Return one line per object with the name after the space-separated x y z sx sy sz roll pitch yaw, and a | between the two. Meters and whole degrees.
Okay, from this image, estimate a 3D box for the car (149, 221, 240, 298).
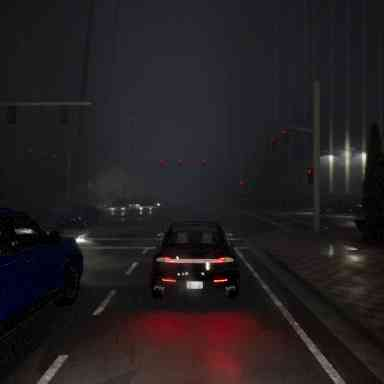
0.078 1.492 8.518 2.128 1.511 4.902 0 0 1 | car

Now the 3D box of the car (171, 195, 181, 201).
-3.635 1.339 76.097 1.812 1.442 4.674 0 0 0 | car

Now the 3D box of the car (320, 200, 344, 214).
15.231 1.564 34.946 4.181 1.385 1.994 0 0 -1 | car

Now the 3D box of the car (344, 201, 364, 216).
17.479 1.505 31.472 4.892 1.490 1.837 0 0 -1 | car

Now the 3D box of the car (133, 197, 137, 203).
-10.665 1.601 62.411 1.895 1.301 4.718 0 0 0 | car

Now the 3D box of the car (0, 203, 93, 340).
-3.451 1.221 4.886 2.150 2.045 5.566 0 0 1 | car

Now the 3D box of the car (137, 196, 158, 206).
-7.183 1.505 54.039 1.837 1.490 4.892 0 0 0 | car

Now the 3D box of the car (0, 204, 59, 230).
-10.639 1.564 22.074 1.994 1.385 4.181 0 0 0 | car

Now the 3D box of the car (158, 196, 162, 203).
-7.141 1.563 66.614 1.994 1.385 4.181 0 0 0 | car

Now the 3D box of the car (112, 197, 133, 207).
-10.688 1.526 50.271 1.812 1.442 4.674 0 0 0 | car

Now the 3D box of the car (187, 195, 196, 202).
-0.134 1.429 75.564 1.837 1.490 4.892 0 0 0 | car

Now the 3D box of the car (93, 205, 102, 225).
-7.137 1.477 20.984 1.882 1.535 5.008 0 0 0 | car
